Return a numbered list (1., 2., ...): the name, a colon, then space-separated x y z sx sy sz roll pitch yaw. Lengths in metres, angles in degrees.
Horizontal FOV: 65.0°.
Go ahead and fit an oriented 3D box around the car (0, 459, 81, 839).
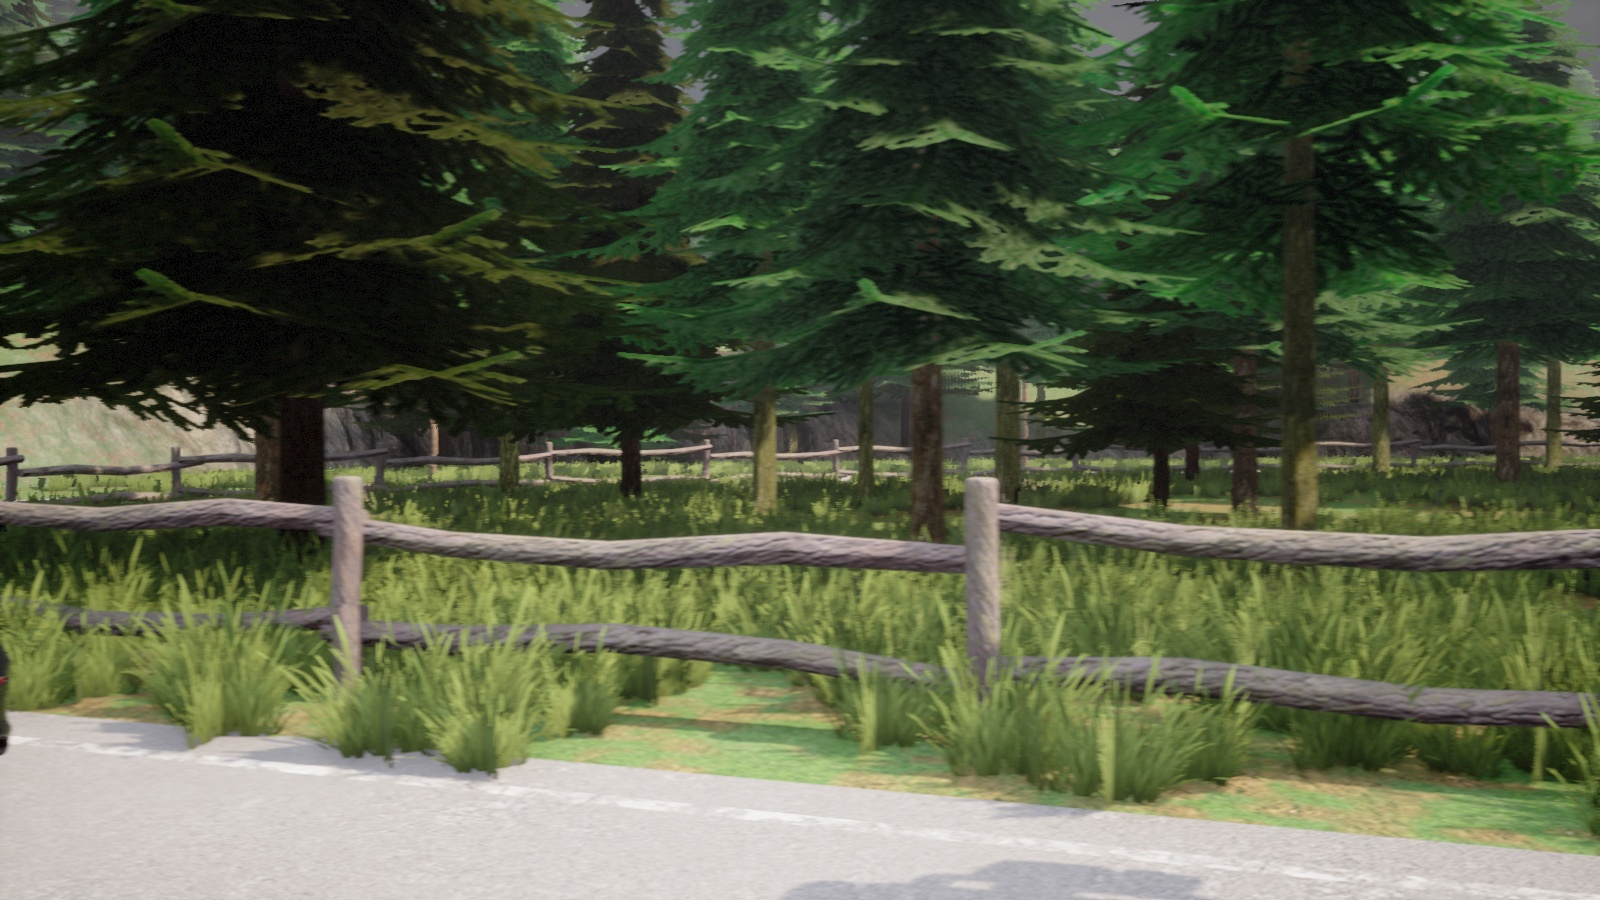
1. car: -5.454 0.752 4.992 4.674 1.442 1.812 1 1 17
